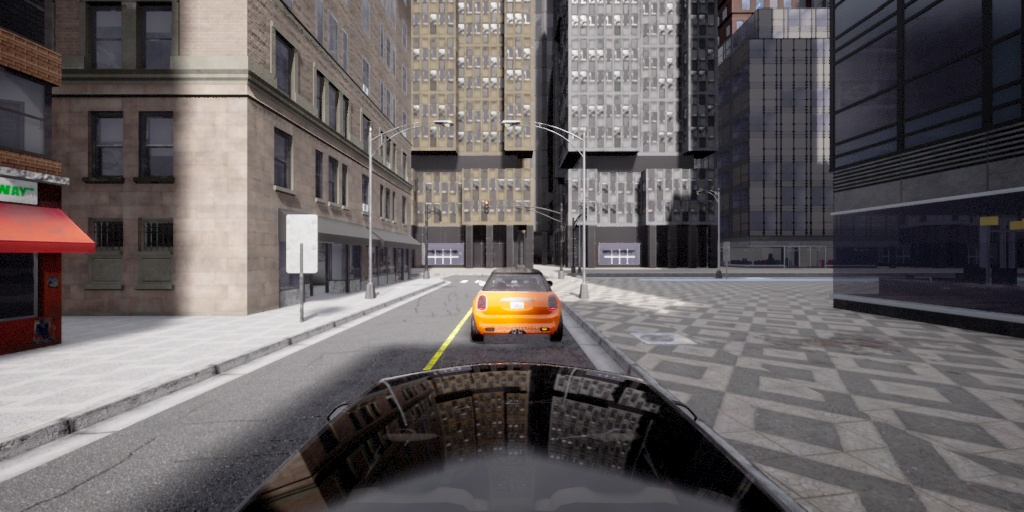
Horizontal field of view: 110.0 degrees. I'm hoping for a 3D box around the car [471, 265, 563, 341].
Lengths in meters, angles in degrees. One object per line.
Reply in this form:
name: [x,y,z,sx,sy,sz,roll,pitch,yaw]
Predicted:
car: [0.106,1.102,10.003,2.097,1.767,4.553,0,0,0]
